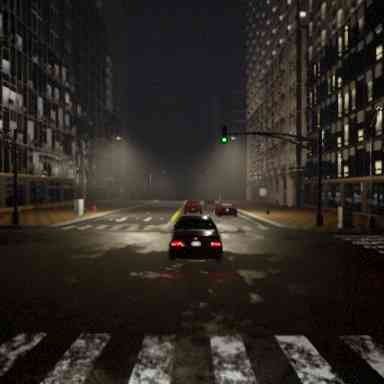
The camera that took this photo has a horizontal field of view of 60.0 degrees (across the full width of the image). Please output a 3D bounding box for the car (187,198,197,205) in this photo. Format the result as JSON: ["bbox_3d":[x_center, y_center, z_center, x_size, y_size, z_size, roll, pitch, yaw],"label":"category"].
[{"bbox_3d":[0.027,1.808,62.854,1.895,1.301,4.718,0,0,0],"label":"car"}]

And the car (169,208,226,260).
[{"bbox_3d":[0.119,1.612,12.721,2.033,1.411,5.357,1,1,0],"label":"car"}]

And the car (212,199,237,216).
[{"bbox_3d":[3.355,1.682,33.539,1.994,1.385,4.181,0,0,0],"label":"car"}]

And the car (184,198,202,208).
[{"bbox_3d":[0.106,1.604,36.247,1.882,1.535,5.008,0,0,0],"label":"car"}]

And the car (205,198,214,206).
[{"bbox_3d":[3.266,1.802,60.725,1.895,1.301,4.718,0,0,0],"label":"car"}]
